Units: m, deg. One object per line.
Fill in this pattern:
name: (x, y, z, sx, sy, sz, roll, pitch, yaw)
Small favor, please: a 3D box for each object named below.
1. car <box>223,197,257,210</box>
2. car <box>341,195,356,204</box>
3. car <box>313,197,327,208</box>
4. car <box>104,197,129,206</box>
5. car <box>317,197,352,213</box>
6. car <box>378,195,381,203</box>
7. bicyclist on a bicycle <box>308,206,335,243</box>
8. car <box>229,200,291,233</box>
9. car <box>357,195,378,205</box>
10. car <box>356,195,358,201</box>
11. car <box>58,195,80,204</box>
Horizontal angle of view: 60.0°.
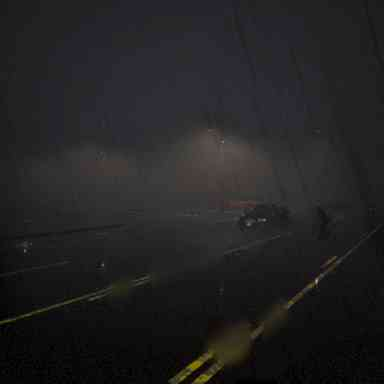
car: (6.166, 1.352, 41.552, 4.553, 1.767, 2.097, 0, 0, 31)
car: (27.591, 1.333, 59.921, 2.097, 1.767, 4.553, 0, 0, 35)
car: (18.319, 1.488, 46.466, 2.128, 1.511, 4.902, 0, 0, 34)
car: (-12.359, 1.563, 54.344, 4.181, 1.385, 1.994, 0, 0, 34)
car: (16.030, 1.601, 37.267, 1.895, 1.301, 4.718, 0, 0, 40)
car: (37.338, 1.393, 67.906, 2.128, 1.511, 4.902, 0, 1, 34)
bicyclist on a bicycle: (5.860, 1.455, 15.125, 0.582, 1.620, 1.656, 0, -2, -23)
car: (4.450, 1.491, 19.997, 2.128, 1.511, 4.902, 0, 0, 34)
car: (31.037, 1.484, 58.745, 1.837, 1.490, 4.892, 0, 0, 35)
car: (33.762, 1.410, 68.877, 1.812, 1.442, 4.674, 0, 1, 34)
car: (-22.792, 1.492, 61.421, 4.902, 1.511, 2.128, 0, 0, 34)
